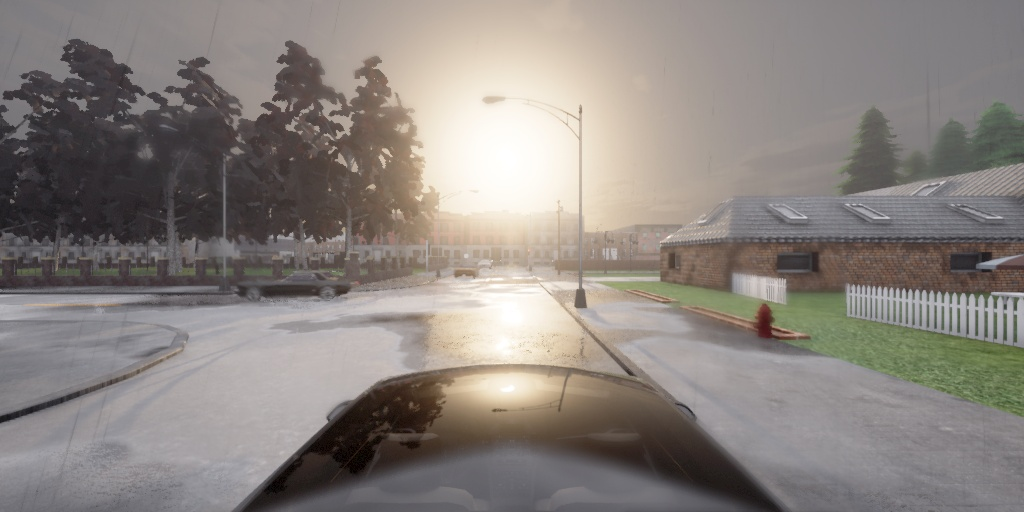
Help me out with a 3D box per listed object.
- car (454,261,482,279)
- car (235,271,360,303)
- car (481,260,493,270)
[{"bbox_3d":[-4.102,1.351,32.793,1.895,1.301,4.718,0,0,0],"label":"car"},{"bbox_3d":[-9.697,1.351,16.493,4.718,1.301,1.895,0,0,-13],"label":"car"},{"bbox_3d":[-4.010,1.276,53.461,1.812,1.442,4.674,0,0,0],"label":"car"}]
